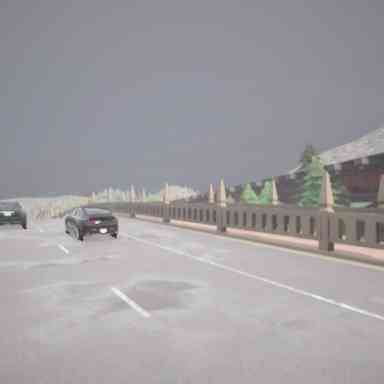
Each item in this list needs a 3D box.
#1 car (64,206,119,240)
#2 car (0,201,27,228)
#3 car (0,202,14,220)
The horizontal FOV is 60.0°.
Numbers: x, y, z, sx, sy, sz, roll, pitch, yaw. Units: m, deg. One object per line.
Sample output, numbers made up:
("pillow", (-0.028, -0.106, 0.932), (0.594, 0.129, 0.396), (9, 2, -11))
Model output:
("car", (-5.223, 1.494, 17.004), (1.837, 1.490, 4.892), (0, 0, -31))
("car", (-12.016, 1.377, 21.553), (2.097, 1.767, 4.553), (0, 0, -31))
("car", (-20.523, 2.119, 35.809), (2.097, 1.767, 4.553), (0, -4, -31))
